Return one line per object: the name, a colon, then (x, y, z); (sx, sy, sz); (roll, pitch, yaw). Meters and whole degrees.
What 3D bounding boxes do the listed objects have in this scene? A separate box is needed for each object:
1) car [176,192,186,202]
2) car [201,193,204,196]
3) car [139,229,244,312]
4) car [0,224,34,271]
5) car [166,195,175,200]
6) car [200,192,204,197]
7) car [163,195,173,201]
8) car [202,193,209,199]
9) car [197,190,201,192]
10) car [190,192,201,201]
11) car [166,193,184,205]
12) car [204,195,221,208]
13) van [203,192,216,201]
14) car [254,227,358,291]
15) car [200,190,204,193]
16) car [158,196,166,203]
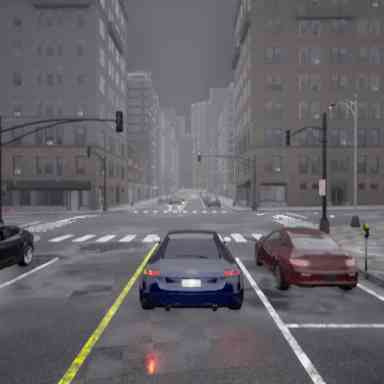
car: (-2.528, 1.317, 69.239); (1.812, 1.442, 4.674); (0, 1, 1)
car: (3.227, 1.379, 68.137); (1.802, 1.307, 4.206); (0, 0, 0)
car: (0.002, 1.557, 7.798); (1.994, 1.385, 4.181); (0, 0, 0)
car: (-5.766, 1.558, 8.721); (1.947, 1.339, 4.313); (0, 0, 0)
car: (-5.203, 1.296, 79.322); (1.802, 1.307, 4.206); (0, 0, 0)
car: (3.274, 1.340, 73.693); (1.802, 1.307, 4.206); (0, 0, 0)
car: (-5.250, 1.308, 73.769); (2.008, 1.369, 4.403); (0, 0, 0)
car: (3.816, 1.083, 93.077); (1.882, 1.535, 5.008); (0, 0, 0)
car: (0.601, 1.031, 84.367); (2.128, 1.511, 4.902); (0, 0, 0)
car: (0.516, 1.269, 74.367); (1.812, 1.442, 4.674); (0, 0, 0)
car: (-2.742, 1.369, 53.904); (1.837, 1.490, 4.892); (0, 1, 1)
car: (3.034, 1.477, 45.929); (1.802, 1.307, 4.206); (0, 0, 0)
van: (3.081, 1.216, 51.480); (1.690, 1.788, 3.998); (0, 0, 0)
car: (2.759, 1.574, 8.720); (1.802, 1.307, 4.206); (0, 0, 0)
car: (3.723, 0.881, 86.106); (2.150, 2.045, 5.566); (0, 0, 0)
car: (-5.349, 1.411, 62.664); (1.802, 1.307, 4.206); (0, 0, 0)
